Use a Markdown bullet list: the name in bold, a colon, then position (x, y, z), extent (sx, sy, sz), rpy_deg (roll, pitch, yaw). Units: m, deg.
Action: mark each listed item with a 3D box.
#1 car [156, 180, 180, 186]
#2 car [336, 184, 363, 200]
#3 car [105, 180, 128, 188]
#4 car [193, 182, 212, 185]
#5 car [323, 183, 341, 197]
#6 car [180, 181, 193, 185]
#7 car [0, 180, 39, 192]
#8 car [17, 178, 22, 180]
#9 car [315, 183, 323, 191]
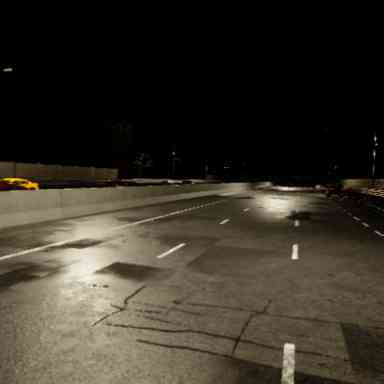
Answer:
- **car**: position (-4.608, -1.378, 59.863), extent (2.033, 1.411, 5.357), rpy_deg (3, 3, 19)
- **car**: position (16.974, 0.273, 35.621), extent (1.882, 1.535, 5.008), rpy_deg (3, 3, 18)
- **car**: position (-11.415, -1.182, 50.315), extent (1.994, 1.385, 4.181), rpy_deg (3, 3, 18)
- **car**: position (2.472, -1.076, 59.040), extent (2.033, 1.411, 5.357), rpy_deg (3, 3, 18)
- **car**: position (22.065, -0.346, 51.316), extent (2.150, 2.045, 5.566), rpy_deg (3, 3, 18)
- **car**: position (-0.863, -1.287, 60.090), extent (1.837, 1.490, 4.892), rpy_deg (3, 3, 18)
- **car**: position (-10.717, 0.253, 18.558), extent (1.812, 1.442, 4.674), rpy_deg (3, 3, 18)
- **car**: position (-15.108, -0.374, 27.642), extent (1.882, 1.535, 5.008), rpy_deg (3, 3, 18)
- **car**: position (30.530, -0.813, 77.511), extent (1.895, 1.301, 4.718), rpy_deg (3, 3, 18)
